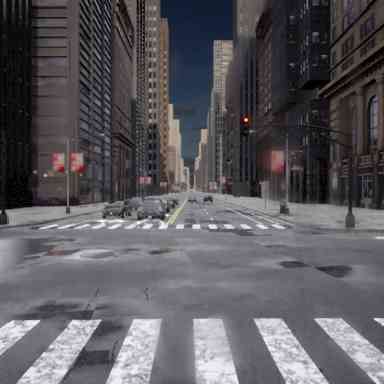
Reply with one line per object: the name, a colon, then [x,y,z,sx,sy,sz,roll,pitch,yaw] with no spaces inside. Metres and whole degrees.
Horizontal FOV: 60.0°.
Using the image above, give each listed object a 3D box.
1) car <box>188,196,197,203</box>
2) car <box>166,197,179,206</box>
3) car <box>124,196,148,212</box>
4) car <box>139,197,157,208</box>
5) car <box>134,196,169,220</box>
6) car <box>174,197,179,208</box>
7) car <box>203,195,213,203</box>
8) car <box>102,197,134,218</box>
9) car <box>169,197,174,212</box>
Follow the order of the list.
car: [0.098,1.474,69.828,2.033,1.411,5.357,0,0,0]
car: [-3.315,1.558,56.513,1.895,1.301,4.718,0,0,0]
car: [-6.598,1.329,39.744,2.097,1.767,4.553,0,0,0]
car: [-6.590,1.514,50.041,2.033,1.411,5.357,0,0,0]
car: [-3.291,1.339,27.689,2.097,1.767,4.553,0,0,-2]
car: [-3.340,1.535,46.496,1.994,1.385,4.181,0,0,0]
car: [3.348,1.432,69.916,1.837,1.490,4.892,0,0,0]
car: [-6.601,1.490,29.590,1.837,1.490,4.892,0,0,0]
car: [-3.352,1.506,36.473,1.812,1.442,4.674,0,0,0]
